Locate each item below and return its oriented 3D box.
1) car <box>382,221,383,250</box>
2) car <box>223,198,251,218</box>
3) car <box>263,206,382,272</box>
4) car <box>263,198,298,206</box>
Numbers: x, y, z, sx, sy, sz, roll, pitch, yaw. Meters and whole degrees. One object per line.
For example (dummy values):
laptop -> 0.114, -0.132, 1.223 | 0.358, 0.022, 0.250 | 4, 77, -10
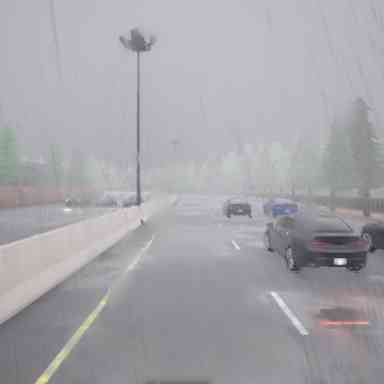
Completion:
car -> 7.084, 1.393, 10.309 | 2.128, 1.511, 4.902 | 0, 1, 0
car -> 3.590, 1.219, 27.119 | 1.882, 1.535, 5.008 | 0, 1, 0
car -> 3.586, 1.404, 10.446 | 1.837, 1.490, 4.892 | 0, 1, 0
car -> 7.090, 1.219, 27.116 | 1.882, 1.535, 5.008 | 0, 1, 0
